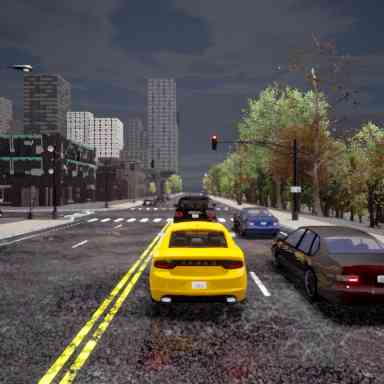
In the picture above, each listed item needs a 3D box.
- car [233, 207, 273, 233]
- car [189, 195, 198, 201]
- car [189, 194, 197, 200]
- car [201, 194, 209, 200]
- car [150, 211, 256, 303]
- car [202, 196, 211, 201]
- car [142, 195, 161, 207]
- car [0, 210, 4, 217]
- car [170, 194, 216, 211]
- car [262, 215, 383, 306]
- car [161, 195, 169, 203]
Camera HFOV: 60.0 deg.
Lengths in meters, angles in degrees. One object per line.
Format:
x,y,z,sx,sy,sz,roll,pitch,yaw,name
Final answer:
3.410,1.544,18.318,2.033,1.411,5.357,0,0,0,car
0.263,1.489,81.187,2.128,1.511,4.902,0,0,0,car
0.298,1.324,91.605,2.128,1.511,4.902,0,0,0,car
3.548,1.299,91.595,1.837,1.490,4.892,0,0,0,car
0.124,1.476,8.285,1.882,1.535,5.008,0,0,0,car
3.515,1.560,81.623,1.895,1.301,4.718,0,0,0,car
-6.426,1.476,50.881,2.128,1.511,4.902,0,0,0,car
-19.855,1.811,30.818,4.313,1.339,1.947,-1,1,0,car
0.159,1.218,18.180,2.150,2.045,5.566,0,0,0,car
3.374,1.546,8.249,2.033,1.411,5.357,0,0,1,car
-6.279,1.481,68.180,1.837,1.490,4.892,0,1,0,car
